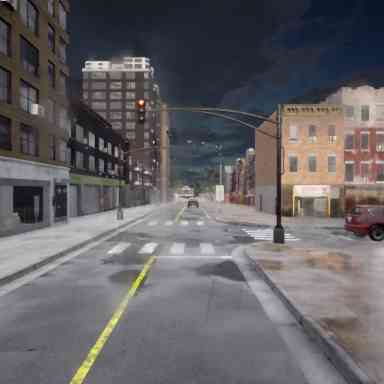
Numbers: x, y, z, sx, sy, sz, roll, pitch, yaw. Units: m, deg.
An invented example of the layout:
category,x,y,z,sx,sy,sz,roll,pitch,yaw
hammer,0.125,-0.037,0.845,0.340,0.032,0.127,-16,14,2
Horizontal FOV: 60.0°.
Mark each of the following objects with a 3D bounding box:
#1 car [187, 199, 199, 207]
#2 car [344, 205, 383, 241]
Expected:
category,x,y,z,sx,sy,sz,roll,pitch,yaw
car,0.198,1.997,59.930,1.837,1.490,4.892,0,-1,0
car,10.843,1.642,17.854,5.009,1.841,2.192,1,-1,0
